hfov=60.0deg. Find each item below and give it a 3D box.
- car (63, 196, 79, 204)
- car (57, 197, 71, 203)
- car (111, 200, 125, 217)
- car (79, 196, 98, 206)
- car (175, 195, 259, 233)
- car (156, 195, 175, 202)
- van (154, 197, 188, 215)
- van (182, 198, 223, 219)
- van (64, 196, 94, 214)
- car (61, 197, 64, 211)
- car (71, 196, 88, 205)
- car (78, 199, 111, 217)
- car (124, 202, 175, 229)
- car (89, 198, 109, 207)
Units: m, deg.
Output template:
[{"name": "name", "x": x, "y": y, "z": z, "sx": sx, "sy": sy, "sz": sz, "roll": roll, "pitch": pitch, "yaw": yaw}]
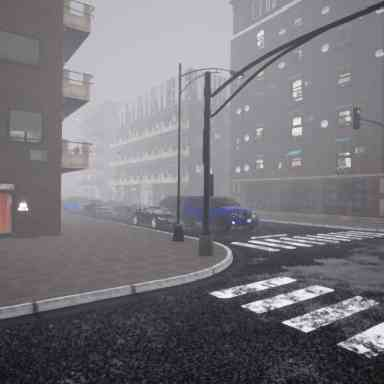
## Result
[{"name": "car", "x": -24.582, "y": 1.614, "z": 67.512, "sx": 1.967, "sy": 1.590, "sz": 4.097, "roll": 1, "pitch": -1, "yaw": -35}, {"name": "car", "x": -27.768, "y": 1.727, "z": 72.111, "sx": 1.887, "sy": 1.381, "sz": 4.507, "roll": 1, "pitch": -1, "yaw": -35}, {"name": "car", "x": -5.373, "y": 1.637, "z": 30.245, "sx": 1.895, "sy": 1.301, "sz": 4.718, "roll": 1, "pitch": -1, "yaw": -35}, {"name": "car", "x": -18.214, "y": 1.597, "z": 58.313, "sx": 1.967, "sy": 1.590, "sz": 4.097, "roll": 1, "pitch": -1, "yaw": -35}, {"name": "car", "x": 1.530, "y": 1.238, "z": 20.289, "sx": 2.150, "sy": 2.045, "sz": 5.566, "roll": 1, "pitch": -1, "yaw": -35}, {"name": "car", "x": -1.365, "y": 1.294, "z": 29.464, "sx": 2.150, "sy": 2.045, "sz": 5.566, "roll": 1, "pitch": -1, "yaw": -34}, {"name": "van", "x": -2.291, "y": 1.450, "z": 35.316, "sx": 1.690, "sy": 1.788, "sz": 3.998, "roll": 1, "pitch": -1, "yaw": -35}, {"name": "van", "x": 0.893, "y": 1.439, "z": 30.717, "sx": 1.690, "sy": 1.788, "sz": 3.998, "roll": 1, "pitch": -1, "yaw": -35}, {"name": "van", "x": -11.954, "y": 1.361, "z": 35.431, "sx": 1.690, "sy": 1.788, "sz": 3.998, "roll": 1, "pitch": -1, "yaw": -35}, {"name": "car", "x": -15.140, "y": 1.581, "z": 40.029, "sx": 2.008, "sy": 1.369, "sz": 4.403, "roll": 1, "pitch": -1, "yaw": -35}, {"name": "car", "x": -21.398, "y": 1.606, "z": 62.913, "sx": 1.967, "sy": 1.590, "sz": 4.097, "roll": 1, "pitch": -1, "yaw": -35}, {"name": "car", "x": -8.772, "y": 1.592, "z": 30.829, "sx": 1.802, "sy": 1.307, "sz": 4.206, "roll": 1, "pitch": -1, "yaw": -35}, {"name": "car", "x": -2.402, "y": 1.540, "z": 21.630, "sx": 2.008, "sy": 1.369, "sz": 4.403, "roll": 1, "pitch": -1, "yaw": -35}, {"name": "car", "x": -15.030, "y": 1.730, "z": 53.713, "sx": 1.802, "sy": 1.307, "sz": 4.206, "roll": 1, "pitch": -1, "yaw": -35}]
